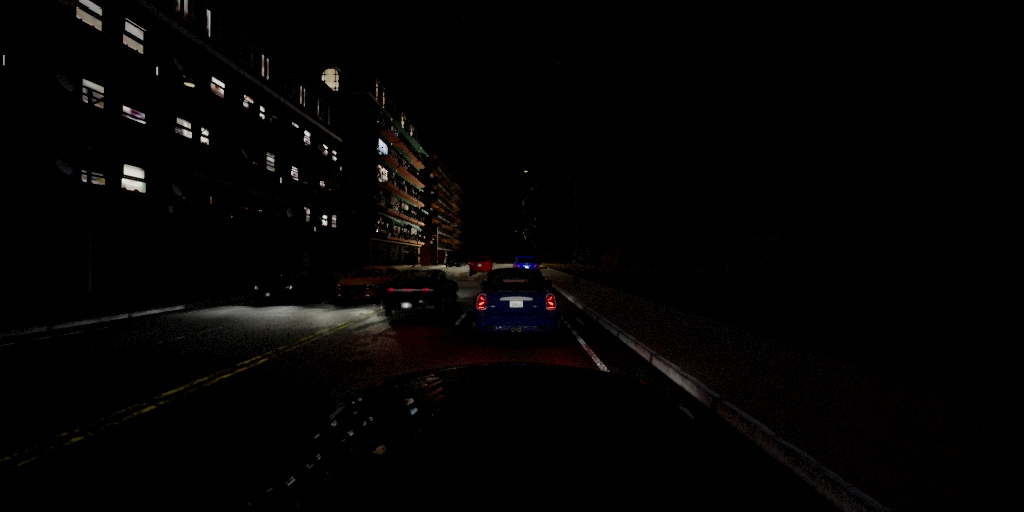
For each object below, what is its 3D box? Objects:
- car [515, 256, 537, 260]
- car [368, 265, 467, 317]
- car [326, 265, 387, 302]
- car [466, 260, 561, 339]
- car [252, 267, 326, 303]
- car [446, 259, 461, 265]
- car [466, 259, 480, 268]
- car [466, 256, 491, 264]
[{"bbox_3d":[1.151,0.979,30.148,2.150,2.045,5.566,0,0,0],"label":"car"},{"bbox_3d":[-3.146,1.243,13.105,2.128,1.511,4.902,0,0,0],"label":"car"},{"bbox_3d":[-6.593,1.230,17.241,1.882,1.535,5.008,0,0,0],"label":"car"},{"bbox_3d":[0.103,1.104,10.194,2.097,1.767,4.553,0,0,0],"label":"car"},{"bbox_3d":[-9.844,1.278,16.779,1.812,1.442,4.674,0,0,0],"label":"car"},{"bbox_3d":[-9.800,1.230,59.854,1.882,1.535,5.008,0,0,0],"label":"car"},{"bbox_3d":[-6.549,1.259,60.562,1.837,1.490,4.892,0,0,0],"label":"car"},{"bbox_3d":[-3.133,0.977,37.574,2.150,2.045,5.566,0,0,0],"label":"car"}]
